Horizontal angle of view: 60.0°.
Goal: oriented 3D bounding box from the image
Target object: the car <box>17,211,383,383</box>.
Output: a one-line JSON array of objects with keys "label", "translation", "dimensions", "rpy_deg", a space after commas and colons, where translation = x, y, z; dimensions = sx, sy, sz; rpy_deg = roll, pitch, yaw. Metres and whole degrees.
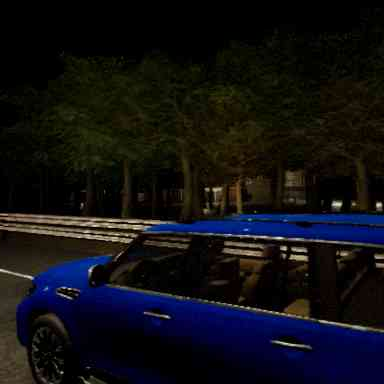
[{"label": "car", "translation": [0.396, 1.244, 3.584], "dimensions": [5.566, 2.045, 2.150], "rpy_deg": [-1, -1, 35]}]
